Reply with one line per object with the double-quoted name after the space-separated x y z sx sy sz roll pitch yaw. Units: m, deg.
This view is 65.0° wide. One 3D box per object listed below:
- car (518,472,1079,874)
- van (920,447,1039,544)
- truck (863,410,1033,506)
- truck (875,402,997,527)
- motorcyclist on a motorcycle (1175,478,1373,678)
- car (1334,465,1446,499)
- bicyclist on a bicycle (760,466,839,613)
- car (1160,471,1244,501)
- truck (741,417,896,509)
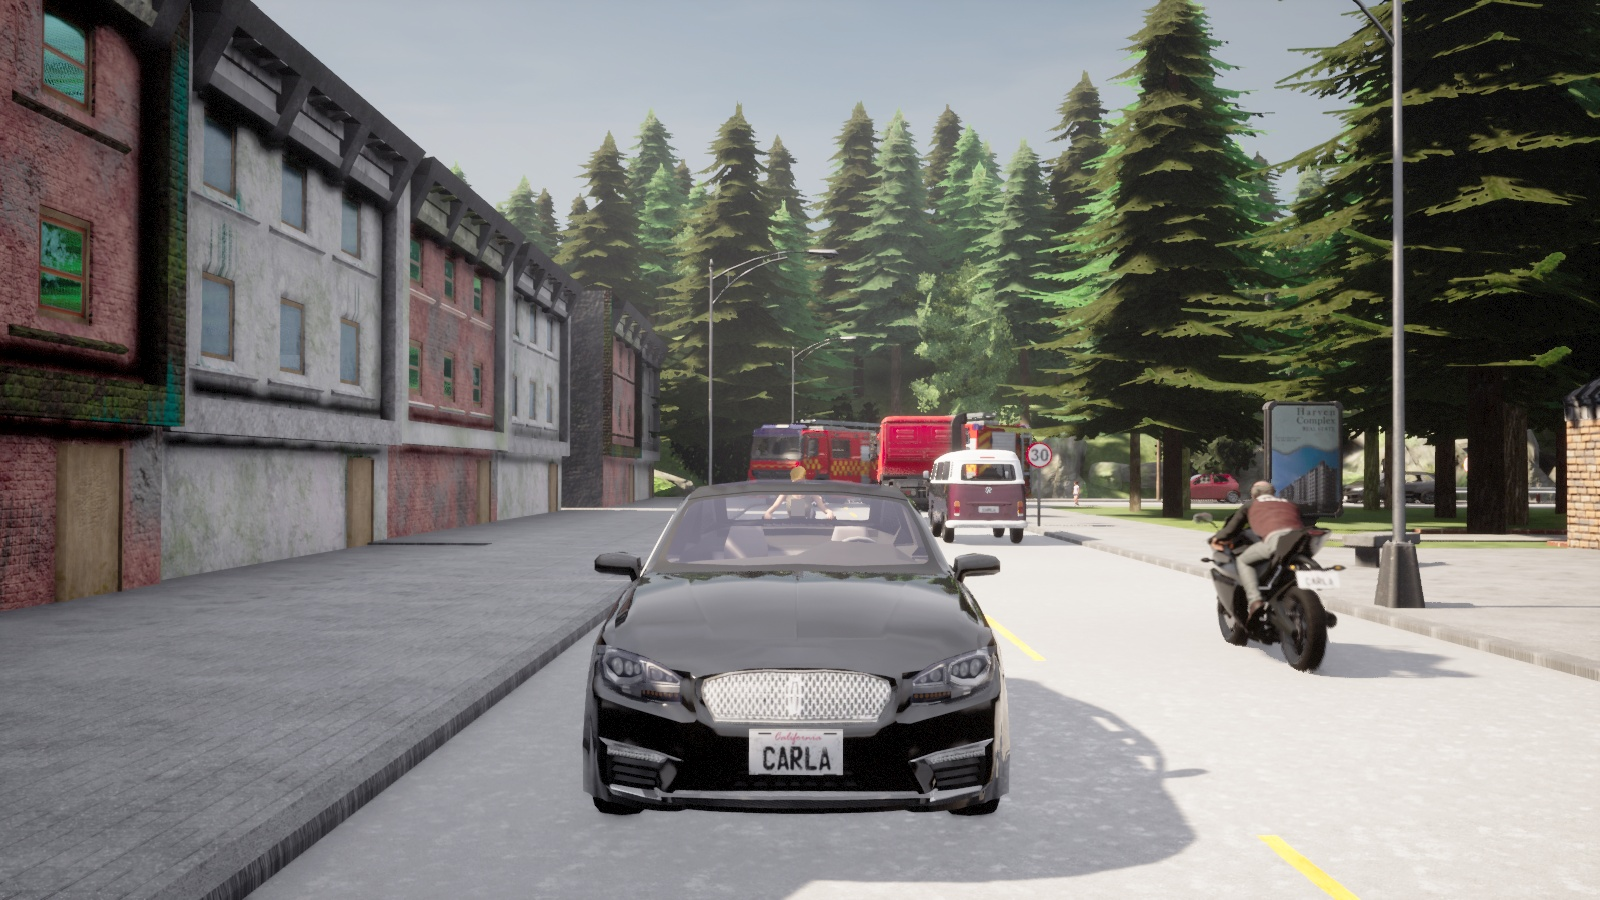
-0.007 0.892 7.230 2.128 1.511 4.902 0 -1 0 "car"
4.006 1.003 28.737 2.069 2.038 4.480 0 -1 0 "van"
6.201 0.488 54.525 2.891 3.827 8.468 0 -2 -29 "truck"
4.011 0.466 38.741 2.891 3.462 7.936 0 -1 0 "truck"
3.993 1.015 10.807 0.866 1.530 2.191 0 -1 0 "motorcyclist on a motorcycle"
29.735 1.600 63.390 4.611 1.667 2.242 0 -1 0 "car"
-0.005 0.996 14.605 0.866 1.612 1.509 0 -1 0 "bicyclist on a bicycle"
20.232 1.809 63.338 3.633 1.501 1.845 0 -1 0 "car"
0.995 0.600 56.633 2.891 3.827 8.468 0 -1 33 "truck"
